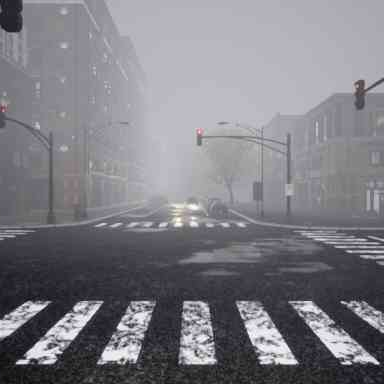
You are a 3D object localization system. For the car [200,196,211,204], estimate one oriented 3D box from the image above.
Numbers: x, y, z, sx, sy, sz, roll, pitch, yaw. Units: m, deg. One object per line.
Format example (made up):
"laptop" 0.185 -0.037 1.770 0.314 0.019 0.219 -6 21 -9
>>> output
"car" 2.760 1.537 67.806 1.967 1.590 4.097 0 0 0

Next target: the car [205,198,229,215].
"car" 2.725 1.580 33.625 2.008 1.369 4.403 0 0 0

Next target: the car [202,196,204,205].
"car" 2.737 1.488 45.019 1.967 1.590 4.097 0 0 0

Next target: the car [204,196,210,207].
"car" 2.731 1.479 39.323 1.967 1.590 4.097 0 0 0

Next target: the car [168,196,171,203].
"car" -5.626 1.397 62.120 2.192 1.841 5.009 0 0 0

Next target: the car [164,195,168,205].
"car" -5.632 1.651 56.423 1.802 1.307 4.206 0 0 0

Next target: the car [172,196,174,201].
"car" -5.614 1.663 73.513 2.008 1.369 4.403 0 0 0

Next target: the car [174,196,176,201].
"car" -5.597 1.687 90.434 1.752 1.417 4.829 0 0 0

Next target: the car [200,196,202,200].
"car" 2.755 1.633 62.109 2.008 1.369 4.403 0 0 0

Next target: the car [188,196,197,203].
"car" 0.075 1.540 70.818 1.812 1.442 4.674 0 0 0

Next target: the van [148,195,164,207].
"van" -5.638 1.399 50.726 1.690 1.788 3.998 0 0 0

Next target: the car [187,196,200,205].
"car" 0.065 1.556 60.401 1.882 1.535 5.008 0 0 0
